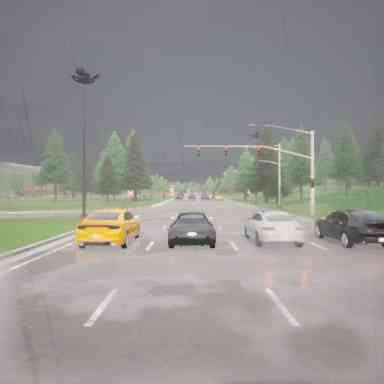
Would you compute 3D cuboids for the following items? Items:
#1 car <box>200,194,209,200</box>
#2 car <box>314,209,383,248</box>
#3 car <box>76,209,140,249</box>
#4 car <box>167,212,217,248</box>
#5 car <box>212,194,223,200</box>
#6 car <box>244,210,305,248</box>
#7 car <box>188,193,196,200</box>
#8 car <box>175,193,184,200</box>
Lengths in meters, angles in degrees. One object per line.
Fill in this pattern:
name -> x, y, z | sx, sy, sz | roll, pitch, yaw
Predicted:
car -> 3.500, 1.453, 86.888 | 1.994, 1.385, 4.181 | 0, 0, 0
car -> 7.000, 1.514, 14.650 | 1.837, 1.490, 4.892 | 0, 0, 0
car -> -3.500, 1.482, 14.650 | 1.882, 1.535, 5.008 | 0, 0, 0
car -> 0.000, 1.569, 14.650 | 1.994, 1.385, 4.181 | 0, 0, 0
car -> 7.000, 1.378, 86.888 | 1.882, 1.535, 5.008 | 0, 0, 0
car -> 3.500, 1.530, 14.650 | 1.812, 1.442, 4.674 | 0, 0, 0
car -> 0.000, 1.255, 86.858 | 2.097, 1.767, 4.553 | 0, 0, 0
car -> -3.500, 1.478, 86.502 | 1.895, 1.301, 4.718 | 0, 0, 0
